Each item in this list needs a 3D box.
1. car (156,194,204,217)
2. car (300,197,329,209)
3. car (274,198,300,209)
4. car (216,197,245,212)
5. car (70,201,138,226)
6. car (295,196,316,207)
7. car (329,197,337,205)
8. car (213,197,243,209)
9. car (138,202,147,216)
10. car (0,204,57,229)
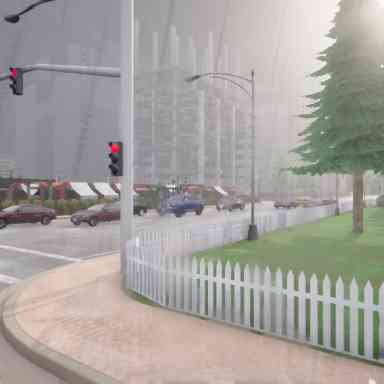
[{"bbox_3d":[-0.964,1.221,31.352,2.150,2.045,5.566,0,0,34],"label":"car"},{"bbox_3d":[16.233,1.564,44.018,1.994,1.385,4.181,0,0,34],"label":"car"},{"bbox_3d":[12.782,1.547,45.155,2.033,1.411,5.357,0,0,34],"label":"car"},{"bbox_3d":[4.669,1.492,39.694,2.128,1.511,4.902,0,0,34],"label":"car"},{"bbox_3d":[-6.271,1.526,23.431,1.812,1.442,4.674,0,0,34],"label":"car"},{"bbox_3d":[18.269,1.478,53.306,1.882,1.535,5.008,0,0,34],"label":"car"},{"bbox_3d":[21.100,1.526,51.245,1.812,1.442,4.674,0,0,34],"label":"car"},{"bbox_3d":[5.181,1.492,46.672,2.128,1.511,4.902,0,0,34],"label":"car"},{"bbox_3d":[-6.169,1.478,29.887,1.882,1.535,5.008,0,0,34],"label":"car"},{"bbox_3d":[-11.386,1.526,22.140,1.812,1.442,4.674,0,0,36],"label":"car"}]
